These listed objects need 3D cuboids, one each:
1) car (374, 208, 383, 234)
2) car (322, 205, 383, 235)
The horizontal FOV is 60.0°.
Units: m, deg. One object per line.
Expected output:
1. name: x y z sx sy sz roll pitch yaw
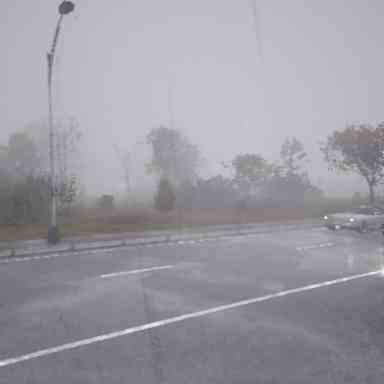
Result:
1. car: 10.063 1.403 13.895 4.718 1.301 1.895 -1 1 -29
2. car: 9.046 1.364 17.334 4.718 1.301 1.895 -1 1 -29
